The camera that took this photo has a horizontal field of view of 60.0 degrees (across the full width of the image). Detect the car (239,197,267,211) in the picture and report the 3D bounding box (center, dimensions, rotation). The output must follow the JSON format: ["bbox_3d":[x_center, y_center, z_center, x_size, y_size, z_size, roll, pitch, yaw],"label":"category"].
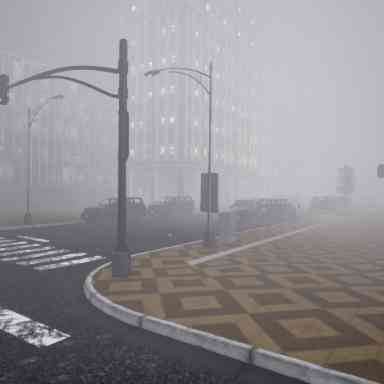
[{"bbox_3d":[7.770,1.430,42.252,1.967,1.590,4.097,1,0,35],"label":"car"}]

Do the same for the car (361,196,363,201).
[{"bbox_3d":[44.103,1.655,84.161,2.128,1.511,4.902,1,1,35],"label":"car"}]

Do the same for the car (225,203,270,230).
[{"bbox_3d":[3.300,1.668,22.004,1.802,1.307,4.206,1,0,35],"label":"car"}]

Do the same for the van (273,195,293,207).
[{"bbox_3d":[13.949,1.345,50.846,1.690,1.788,3.998,1,0,35],"label":"van"}]

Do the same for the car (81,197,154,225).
[{"bbox_3d":[-5.418,1.275,23.775,2.192,1.841,5.009,1,0,35],"label":"car"}]

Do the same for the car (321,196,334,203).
[{"bbox_3d":[29.997,1.616,73.468,1.802,1.307,4.206,1,1,35],"label":"car"}]

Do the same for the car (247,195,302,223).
[{"bbox_3d":[6.797,1.409,26.927,2.192,1.841,5.009,1,0,35],"label":"car"}]

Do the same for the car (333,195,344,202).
[{"bbox_3d":[36.320,1.570,82.378,1.752,1.417,4.829,1,1,35],"label":"car"}]

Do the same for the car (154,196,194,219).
[{"bbox_3d":[-1.754,1.283,28.939,2.192,1.841,5.009,1,0,35],"label":"car"}]

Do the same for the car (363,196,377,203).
[{"bbox_3d":[39.635,1.598,73.432,1.967,1.590,4.097,1,1,35],"label":"car"}]

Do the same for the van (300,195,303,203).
[{"bbox_3d":[17.159,1.351,55.370,1.690,1.788,3.998,1,0,35],"label":"van"}]

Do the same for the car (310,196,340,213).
[{"bbox_3d":[15.386,1.427,39.164,2.192,1.841,5.009,1,0,35],"label":"car"}]

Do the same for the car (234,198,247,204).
[{"bbox_3d":[5.171,1.407,29.290,2.097,1.767,4.553,1,1,35],"label":"car"}]

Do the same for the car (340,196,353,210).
[{"bbox_3d":[20.375,1.437,46.286,2.192,1.841,5.009,1,0,35],"label":"car"}]

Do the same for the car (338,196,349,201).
[{"bbox_3d":[39.613,1.623,87.019,1.947,1.339,4.313,1,1,35],"label":"car"}]
